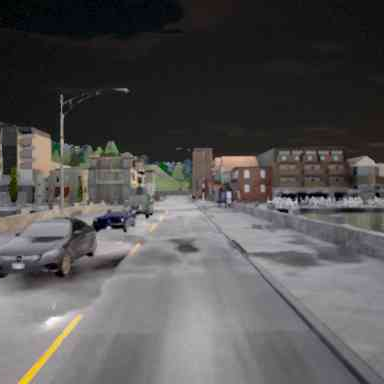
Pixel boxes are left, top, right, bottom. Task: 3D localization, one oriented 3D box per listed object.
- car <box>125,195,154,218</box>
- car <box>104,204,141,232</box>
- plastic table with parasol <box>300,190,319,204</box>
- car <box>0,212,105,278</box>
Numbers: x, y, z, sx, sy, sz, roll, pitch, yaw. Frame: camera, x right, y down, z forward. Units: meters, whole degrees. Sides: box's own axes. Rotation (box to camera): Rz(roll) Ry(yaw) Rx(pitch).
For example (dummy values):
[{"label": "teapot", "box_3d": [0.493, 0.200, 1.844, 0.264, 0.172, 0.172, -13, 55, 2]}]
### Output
[{"label": "car", "box_3d": [-4.810, 1.269, 30.643, 2.150, 2.045, 5.566, 0, 0, -1]}, {"label": "car", "box_3d": [-4.580, 1.641, 20.352, 1.895, 1.301, 4.718, 0, 0, -1]}, {"label": "plastic table with parasol", "box_3d": [21.037, 0.835, 59.700, 2.482, 2.480, 2.482, 0, 0, -1]}, {"label": "car", "box_3d": [-4.317, 1.558, 10.486, 1.812, 1.442, 4.674, 0, 0, -2]}]
